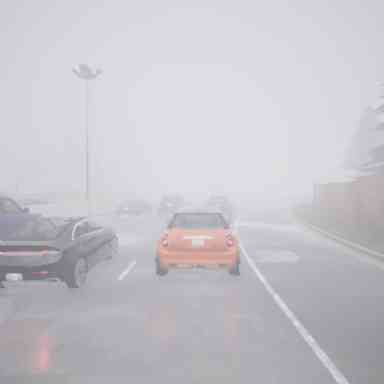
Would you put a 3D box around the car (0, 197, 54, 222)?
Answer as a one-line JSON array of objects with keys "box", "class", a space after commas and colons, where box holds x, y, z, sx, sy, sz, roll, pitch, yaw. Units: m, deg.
[{"box": [-12.527, 1.185, 24.554, 1.882, 1.535, 5.008, 0, 0, 10], "class": "car"}]

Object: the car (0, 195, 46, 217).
[{"box": [-6.791, 1.097, 10.617, 2.150, 2.045, 5.566, 0, 1, 2], "class": "car"}]

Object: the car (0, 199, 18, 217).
[{"box": [-15.933, 1.301, 25.689, 1.895, 1.301, 4.718, 0, 1, 10], "class": "car"}]

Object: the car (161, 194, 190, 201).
[{"box": [-1.242, 1.007, 26.663, 2.097, 1.767, 4.553, 0, 1, 11], "class": "car"}]

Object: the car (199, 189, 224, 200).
[{"box": [3.889, 0.362, 65.318, 2.150, 2.045, 5.566, 0, 1, 34], "class": "car"}]

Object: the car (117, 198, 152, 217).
[{"box": [-4.640, 1.216, 27.486, 1.994, 1.385, 4.181, 0, 1, 12], "class": "car"}]

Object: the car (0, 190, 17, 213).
[{"box": [-18.664, 0.877, 29.782, 2.150, 2.045, 5.566, 0, 0, 12], "class": "car"}]

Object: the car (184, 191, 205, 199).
[{"box": [0.578, 0.631, 66.694, 1.837, 1.490, 4.892, 0, 1, 34], "class": "car"}]

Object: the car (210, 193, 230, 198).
[{"box": [2.335, 0.999, 26.662, 2.097, 1.767, 4.553, 0, 1, 12], "class": "car"}]

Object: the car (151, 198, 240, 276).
[{"box": [0.218, 1.217, 10.117, 2.097, 1.767, 4.553, 0, 1, 2], "class": "car"}]

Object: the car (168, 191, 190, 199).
[{"box": [-2.592, 0.639, 68.243, 2.128, 1.511, 4.902, 0, 1, 32], "class": "car"}]

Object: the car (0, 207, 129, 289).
[{"box": [-3.343, 1.383, 8.800, 2.128, 1.511, 4.902, 0, 1, 1], "class": "car"}]
